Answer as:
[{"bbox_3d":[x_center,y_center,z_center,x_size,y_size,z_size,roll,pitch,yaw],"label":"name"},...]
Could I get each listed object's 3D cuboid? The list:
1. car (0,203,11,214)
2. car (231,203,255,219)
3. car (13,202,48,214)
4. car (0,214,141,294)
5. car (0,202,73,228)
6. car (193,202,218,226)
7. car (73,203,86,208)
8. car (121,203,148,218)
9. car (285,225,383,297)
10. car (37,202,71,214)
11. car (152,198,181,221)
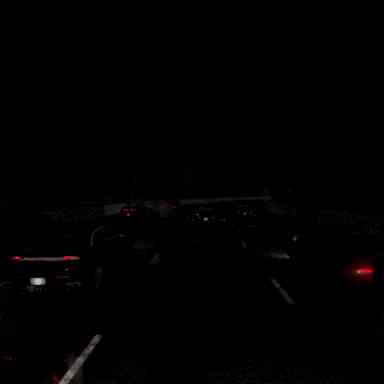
[{"bbox_3d":[-26.018,2.231,43.561,1.812,1.442,4.674,-1,-1,6],"label":"car"},{"bbox_3d":[4.840,1.771,31.932,1.812,1.442,4.674,-1,-1,3],"label":"car"},{"bbox_3d":[-22.251,2.178,46.052,2.128,1.511,4.902,-1,-1,7],"label":"car"},{"bbox_3d":[-3.026,1.613,9.156,2.128,1.511,4.902,-1,-1,2],"label":"car"},{"bbox_3d":[-6.445,1.405,11.621,2.150,2.045,5.566,-1,-1,2],"label":"car"},{"bbox_3d":[1.077,1.757,25.821,1.812,1.442,4.674,-1,-1,2],"label":"car"},{"bbox_3d":[-15.460,2.152,43.697,1.994,1.385,4.181,-1,-1,6],"label":"car"},{"bbox_3d":[-5.627,1.863,32.630,2.128,1.511,4.902,-1,-1,3],"label":"car"},{"bbox_3d":[3.965,1.586,8.768,2.033,1.411,5.357,-1,-1,2],"label":"car"},{"bbox_3d":[-18.783,2.134,45.590,2.128,1.511,4.902,-1,-1,7],"label":"car"},{"bbox_3d":[-2.255,1.534,30.405,2.150,2.045,5.566,-1,-1,2],"label":"car"}]
